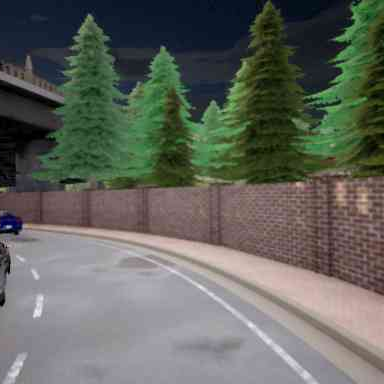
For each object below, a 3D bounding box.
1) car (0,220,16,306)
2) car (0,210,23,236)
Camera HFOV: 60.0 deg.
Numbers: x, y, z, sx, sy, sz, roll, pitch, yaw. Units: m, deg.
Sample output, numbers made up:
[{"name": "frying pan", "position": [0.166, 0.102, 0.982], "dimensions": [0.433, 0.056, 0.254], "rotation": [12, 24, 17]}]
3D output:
[{"name": "car", "position": [-5.268, 1.658, 7.632], "dimensions": [2.033, 1.411, 5.357], "rotation": [-1, 0, -28]}, {"name": "car", "position": [-11.633, 1.726, 18.932], "dimensions": [5.008, 1.535, 1.882], "rotation": [-1, 0, 35]}]
